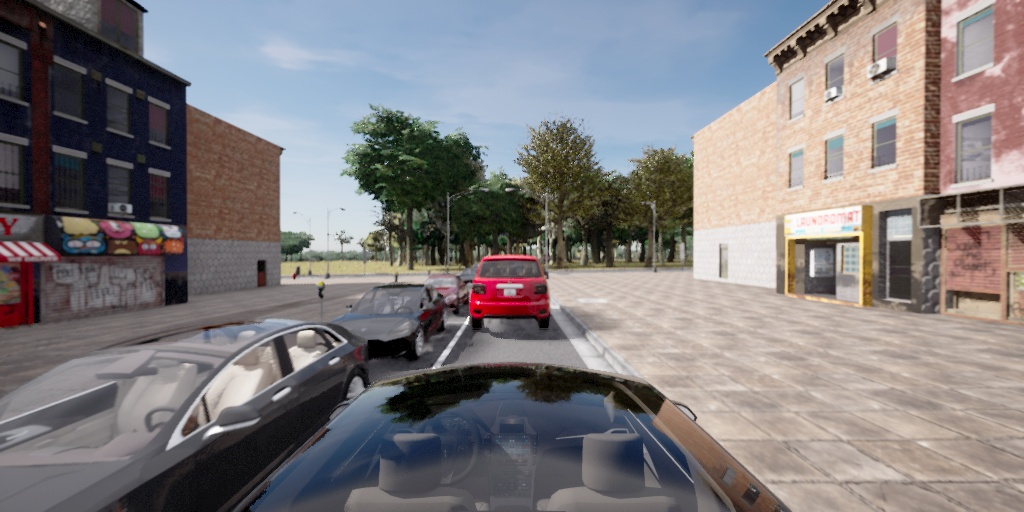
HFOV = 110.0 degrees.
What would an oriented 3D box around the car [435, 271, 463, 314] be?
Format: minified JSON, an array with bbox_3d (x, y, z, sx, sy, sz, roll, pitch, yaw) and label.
[{"bbox_3d":[-2.638,1.378,13.820,1.802,1.307,4.207,0,0,0],"label":"car"}]

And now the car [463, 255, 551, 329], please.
[{"bbox_3d":[-0.031,1.007,11.506,2.150,2.045,5.566,0,0,0],"label":"car"}]

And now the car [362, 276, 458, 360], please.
[{"bbox_3d":[-2.638,1.341,8.385,1.948,1.339,4.313,0,0,0],"label":"car"}]

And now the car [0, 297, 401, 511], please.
[{"bbox_3d":[-2.638,1.305,2.951,2.007,1.370,4.403,0,0,0],"label":"car"}]
